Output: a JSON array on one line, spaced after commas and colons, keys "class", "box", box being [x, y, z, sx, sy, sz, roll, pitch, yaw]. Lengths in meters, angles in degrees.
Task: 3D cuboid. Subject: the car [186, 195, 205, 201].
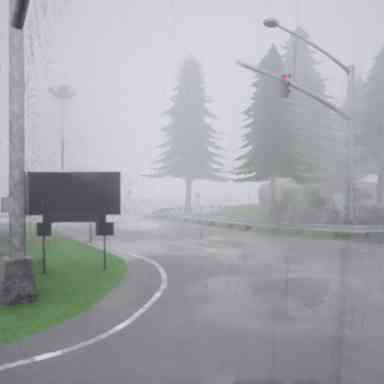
[{"class": "car", "box": [0.949, 1.477, 80.075, 4.181, 1.385, 1.994, 0, 0, -35]}]

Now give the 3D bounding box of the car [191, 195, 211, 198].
[{"class": "car", "box": [2.975, 1.420, 77.221, 4.892, 1.490, 1.837, 0, 0, -35]}]

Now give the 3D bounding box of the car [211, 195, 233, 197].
[{"class": "car", "box": [7.027, 1.410, 71.513, 4.892, 1.490, 1.837, 0, 0, -35]}]
